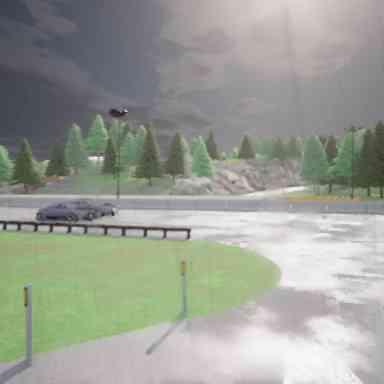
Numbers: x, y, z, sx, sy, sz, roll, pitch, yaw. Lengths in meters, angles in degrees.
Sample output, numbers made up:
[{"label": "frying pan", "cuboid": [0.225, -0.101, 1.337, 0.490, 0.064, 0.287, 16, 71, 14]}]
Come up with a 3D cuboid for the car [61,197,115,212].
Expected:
[{"label": "car", "cuboid": [-11.006, 1.329, 35.176, 5.357, 1.411, 2.033, 0, 0, 19]}]

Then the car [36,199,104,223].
[{"label": "car", "cuboid": [-8.746, 1.423, 23.290, 4.181, 1.385, 1.994, 0, 0, 19]}]

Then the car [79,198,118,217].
[{"label": "car", "cuboid": [-8.292, 1.327, 26.836, 4.902, 1.511, 2.128, 0, 0, 19]}]
